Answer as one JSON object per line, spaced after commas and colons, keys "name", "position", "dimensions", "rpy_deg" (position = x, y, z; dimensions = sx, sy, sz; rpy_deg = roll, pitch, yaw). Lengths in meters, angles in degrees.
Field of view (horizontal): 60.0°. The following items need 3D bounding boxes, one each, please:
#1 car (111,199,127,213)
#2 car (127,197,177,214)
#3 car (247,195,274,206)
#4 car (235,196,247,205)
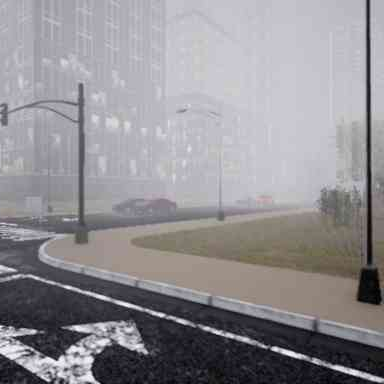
{"name": "car", "position": [-6.155, 1.336, 34.501], "dimensions": [1.837, 1.490, 4.892], "rpy_deg": [0, 0, 37]}
{"name": "car", "position": [-3.546, 1.298, 32.564], "dimensions": [1.882, 1.535, 5.008], "rpy_deg": [0, 0, 37]}
{"name": "car", "position": [11.026, 1.209, 51.689], "dimensions": [2.097, 1.767, 4.553], "rpy_deg": [0, 0, 38]}
{"name": "car", "position": [9.052, 1.418, 54.450], "dimensions": [2.033, 1.411, 5.357], "rpy_deg": [0, 0, 37]}
